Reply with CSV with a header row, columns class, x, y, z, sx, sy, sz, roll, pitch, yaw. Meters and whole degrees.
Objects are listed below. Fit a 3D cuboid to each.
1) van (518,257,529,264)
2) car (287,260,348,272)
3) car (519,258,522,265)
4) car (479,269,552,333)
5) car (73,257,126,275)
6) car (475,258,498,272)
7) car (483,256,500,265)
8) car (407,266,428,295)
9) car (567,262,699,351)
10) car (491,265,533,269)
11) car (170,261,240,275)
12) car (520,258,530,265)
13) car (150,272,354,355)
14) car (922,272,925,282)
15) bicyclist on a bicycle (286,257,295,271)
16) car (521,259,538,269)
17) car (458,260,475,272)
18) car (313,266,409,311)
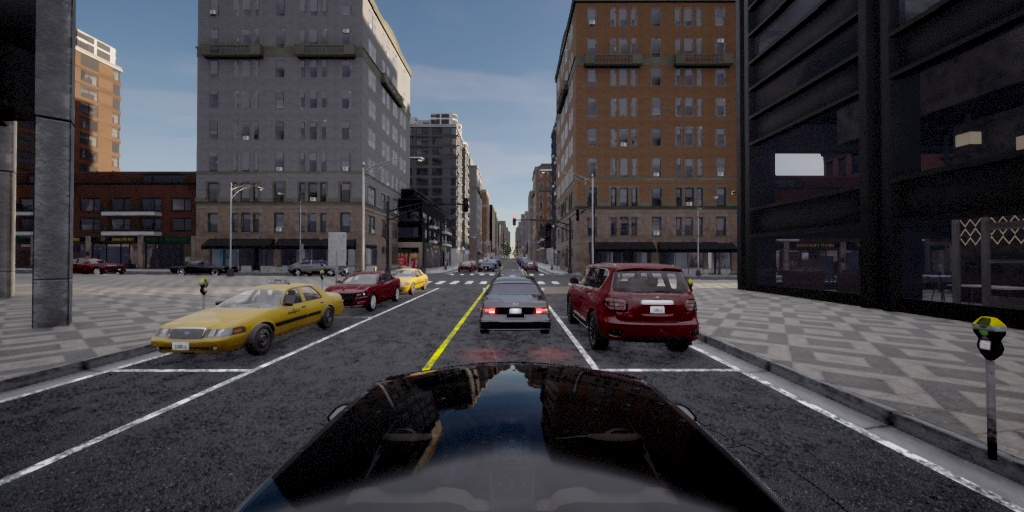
class,x,y,z,sx,sy,sz,roll,pitch,yaw
van,2.450,1.108,64.238,1.690,1.789,3.998,0,0,0
car,-16.864,1.092,31.321,4.902,1.511,2.128,1,-1,0
car,2.470,1.347,58.564,1.802,1.307,4.207,0,0,0
car,0.060,1.299,10.679,2.033,1.411,5.357,0,0,0
car,-36.856,0.897,31.382,5.008,1.535,1.882,1,-1,0
car,-3.263,1.325,46.528,1.994,1.385,4.181,0,0,-1
car,-3.282,1.242,56.560,1.882,1.535,5.008,0,0,0
car,-5.921,1.279,20.007,1.751,1.417,4.829,0,0,0
car,2.644,1.066,8.949,2.192,1.841,5.009,0,0,0
car,0.005,1.355,20.406,1.895,1.301,4.718,0,0,0
car,-26.761,1.112,31.346,4.718,1.301,1.895,1,-1,0
car,2.490,1.344,52.891,1.802,1.307,4.207,0,0,0
car,-5.881,1.277,8.758,1.751,1.417,4.829,0,0,0
car,33.481,1.598,31.217,4.181,1.385,1.994,0,-1,0
bicyclist on a bicycle,-23.138,0.909,37.578,0.582,1.620,1.656,0,0,0
car,2.510,1.343,47.218,1.802,1.307,4.207,0,0,0
car,-6.016,1.306,47.197,1.888,1.381,4.507,0,0,0
car,-5.902,1.298,14.553,1.888,1.381,4.507,0,0,0
